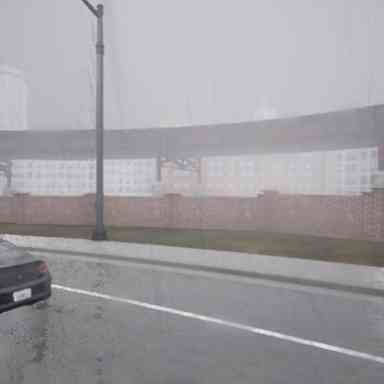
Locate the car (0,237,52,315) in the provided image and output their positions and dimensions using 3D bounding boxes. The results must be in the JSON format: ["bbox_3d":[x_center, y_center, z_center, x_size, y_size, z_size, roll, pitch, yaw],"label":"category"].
[{"bbox_3d":[-4.795,1.536,6.549,4.674,1.442,1.812,0,0,29],"label":"car"}]
